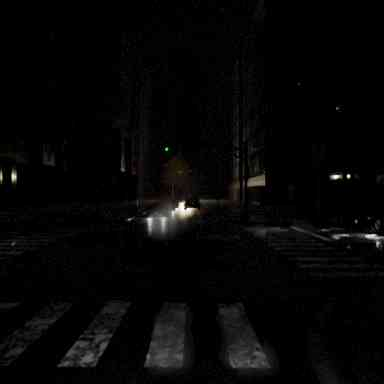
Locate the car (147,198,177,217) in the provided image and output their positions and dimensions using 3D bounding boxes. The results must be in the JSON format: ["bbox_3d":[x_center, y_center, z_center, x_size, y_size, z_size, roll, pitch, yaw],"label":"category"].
[{"bbox_3d":[-3.100,1.641,33.369,2.033,1.411,5.357,0,0,4],"label":"car"}]

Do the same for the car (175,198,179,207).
[{"bbox_3d":[-3.115,1.598,43.173,1.882,1.535,5.008,0,0,0],"label":"car"}]

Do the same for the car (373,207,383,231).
[{"bbox_3d":[12.163,1.623,17.278,4.181,1.385,1.994,0,0,0],"label":"car"}]

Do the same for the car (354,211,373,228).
[{"bbox_3d":[12.599,1.554,20.528,4.902,1.511,2.128,0,0,0],"label":"car"}]

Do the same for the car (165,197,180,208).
[{"bbox_3d":[-3.077,1.641,53.335,2.128,1.511,4.902,0,0,0],"label":"car"}]

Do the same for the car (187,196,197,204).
[{"bbox_3d":[-0.013,1.674,69.526,1.882,1.535,5.008,0,0,0],"label":"car"}]

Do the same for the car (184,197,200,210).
[{"bbox_3d":[0.037,1.480,45.829,2.097,1.767,4.553,0,0,0],"label":"car"}]
